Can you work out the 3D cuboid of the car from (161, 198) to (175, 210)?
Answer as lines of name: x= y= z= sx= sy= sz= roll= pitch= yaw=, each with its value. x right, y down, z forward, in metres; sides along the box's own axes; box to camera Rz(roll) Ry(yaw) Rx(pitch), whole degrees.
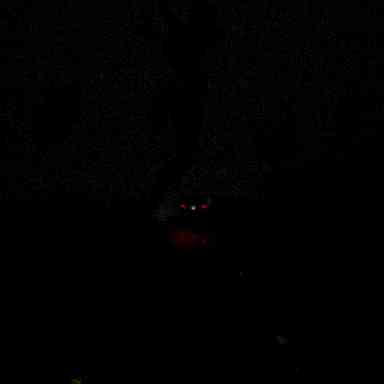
car: x=-2.827 y=1.521 z=42.733 sx=1.837 sy=1.490 sz=4.892 roll=0 pitch=0 yaw=0

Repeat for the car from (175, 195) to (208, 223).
car: x=0.096 y=1.227 z=25.847 sx=2.150 sy=2.045 sz=5.566 roll=0 pitch=0 yaw=0

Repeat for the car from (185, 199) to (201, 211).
car: x=0.097 y=1.615 z=42.598 sx=1.895 sy=1.301 sz=4.718 roll=0 pitch=0 yaw=0
